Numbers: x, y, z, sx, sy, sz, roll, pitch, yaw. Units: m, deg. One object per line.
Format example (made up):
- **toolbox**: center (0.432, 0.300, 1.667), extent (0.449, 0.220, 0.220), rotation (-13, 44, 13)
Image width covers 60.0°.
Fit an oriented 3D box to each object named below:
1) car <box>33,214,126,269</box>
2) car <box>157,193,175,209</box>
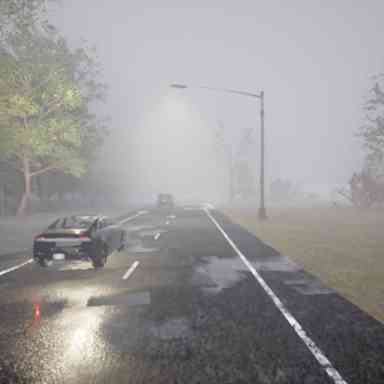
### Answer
- **car**: center (-3.511, 1.491, 11.196), extent (2.128, 1.511, 4.902), rotation (0, 0, 0)
- **car**: center (-3.546, 1.199, 45.272), extent (2.150, 2.045, 5.566), rotation (0, 0, 0)
